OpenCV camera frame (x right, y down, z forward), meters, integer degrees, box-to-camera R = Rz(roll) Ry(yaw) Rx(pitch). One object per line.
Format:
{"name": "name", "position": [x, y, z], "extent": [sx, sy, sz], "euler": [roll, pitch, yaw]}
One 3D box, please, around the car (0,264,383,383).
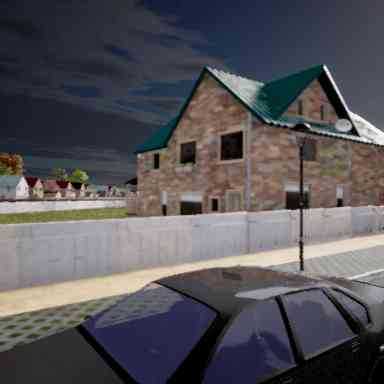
{"name": "car", "position": [0.307, 1.549, 3.285], "extent": [5.357, 1.411, 2.033], "euler": [0, 0, -35]}
